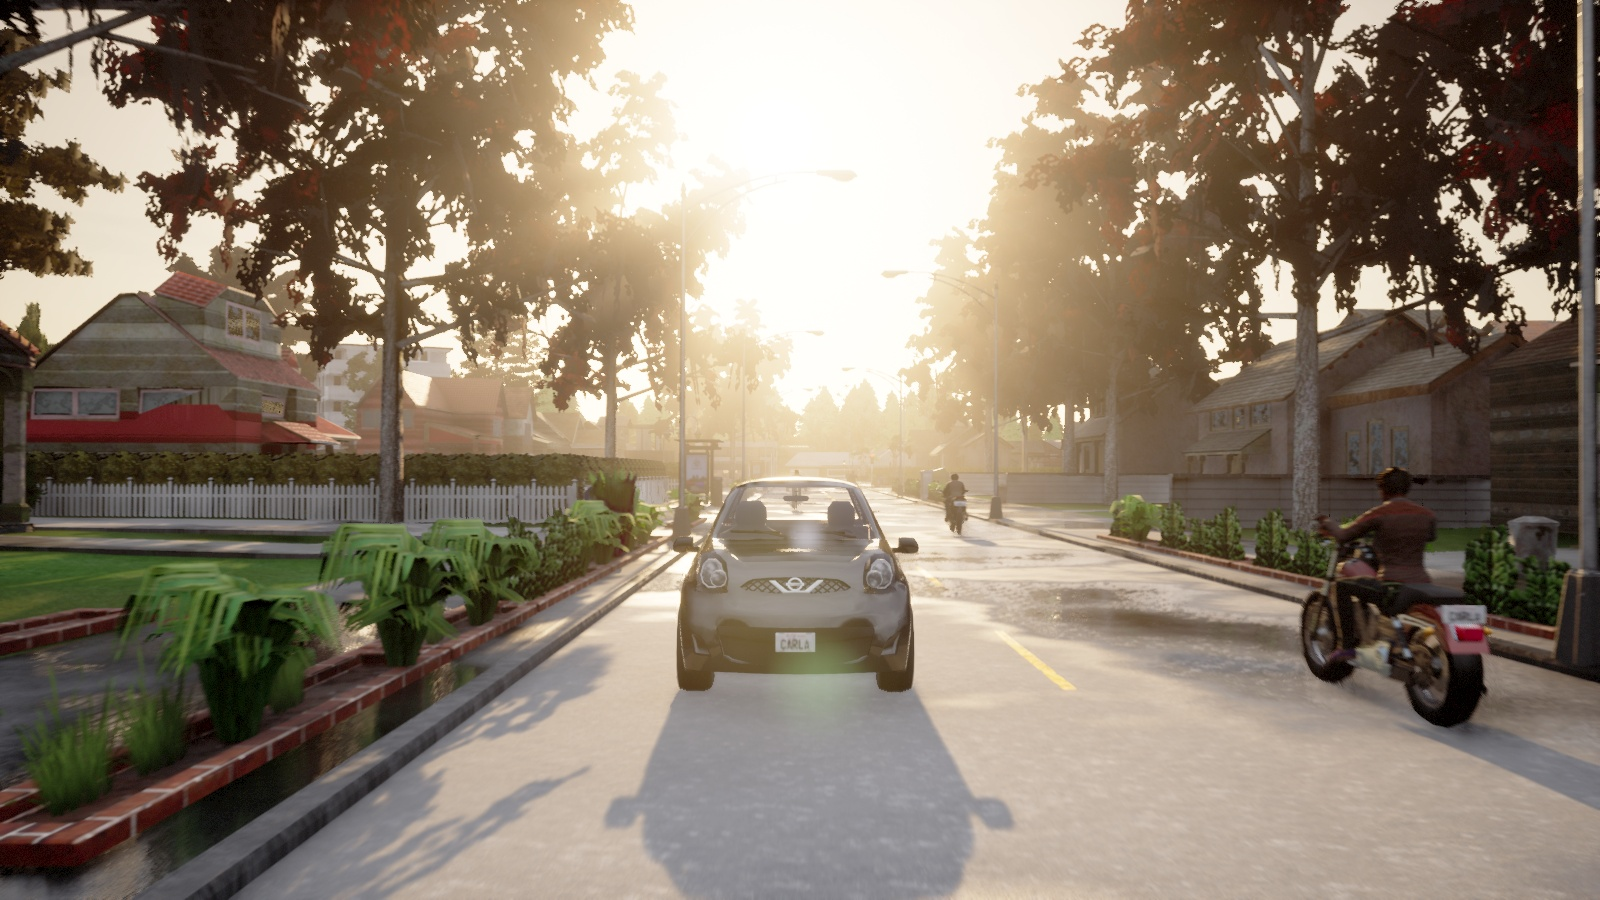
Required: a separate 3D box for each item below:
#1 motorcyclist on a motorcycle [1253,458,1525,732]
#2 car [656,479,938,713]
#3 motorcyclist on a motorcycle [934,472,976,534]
[{"bbox_3d":[3.978,0.896,8.758,0.766,1.649,2.350,0,-1,0],"label":"motorcyclist on a motorcycle"},{"bbox_3d":[-0.025,0.997,10.052,1.845,1.501,3.633,0,-1,0],"label":"car"},{"bbox_3d":[3.922,1.314,31.816,0.797,1.523,2.044,0,-1,0],"label":"motorcyclist on a motorcycle"}]
